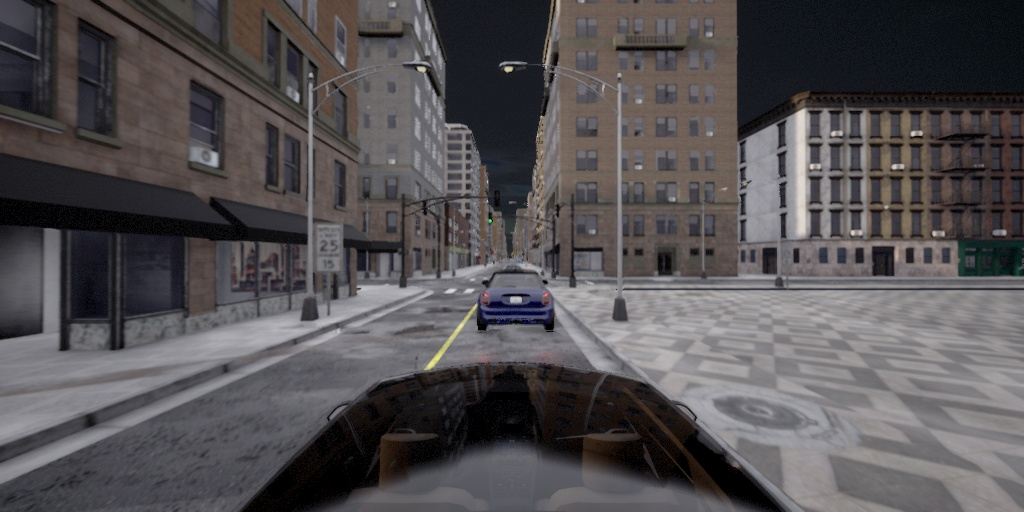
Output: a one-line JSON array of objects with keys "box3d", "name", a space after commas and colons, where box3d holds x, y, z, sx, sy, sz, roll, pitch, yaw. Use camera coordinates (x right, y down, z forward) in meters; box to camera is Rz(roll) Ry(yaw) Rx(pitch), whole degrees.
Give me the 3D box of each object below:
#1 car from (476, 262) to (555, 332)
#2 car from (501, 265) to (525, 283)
[{"box3d": [0.098, 1.175, 11.361, 2.097, 1.767, 4.553, 0, -1, 0], "name": "car"}, {"box3d": [0.101, 1.542, 31.817, 1.994, 1.385, 4.181, 0, 0, 0], "name": "car"}]
